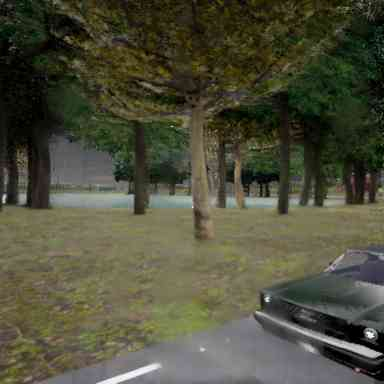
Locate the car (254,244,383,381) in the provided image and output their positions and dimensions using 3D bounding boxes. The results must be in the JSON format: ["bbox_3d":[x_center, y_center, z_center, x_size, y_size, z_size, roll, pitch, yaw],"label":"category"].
[{"bbox_3d":[3.227,1.614,5.395,4.718,1.301,1.895,0,0,-36],"label":"car"}]
